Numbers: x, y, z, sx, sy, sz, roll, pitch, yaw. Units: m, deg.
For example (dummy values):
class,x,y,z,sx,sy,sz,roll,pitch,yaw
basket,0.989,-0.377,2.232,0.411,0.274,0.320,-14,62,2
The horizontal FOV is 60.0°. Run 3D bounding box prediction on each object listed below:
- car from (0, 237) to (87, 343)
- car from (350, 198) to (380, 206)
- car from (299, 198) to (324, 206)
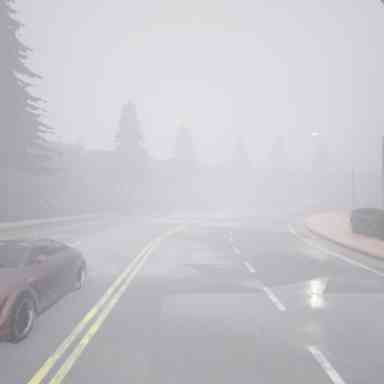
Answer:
class,x,y,z,sx,sy,sz,roll,pitch,yaw
car,-3.525,1.585,6.340,1.994,1.385,4.181,0,0,1
car,30.337,1.721,58.119,5.357,1.411,2.033,0,0,-21
car,20.794,1.700,57.744,4.674,1.442,1.812,0,0,-27
